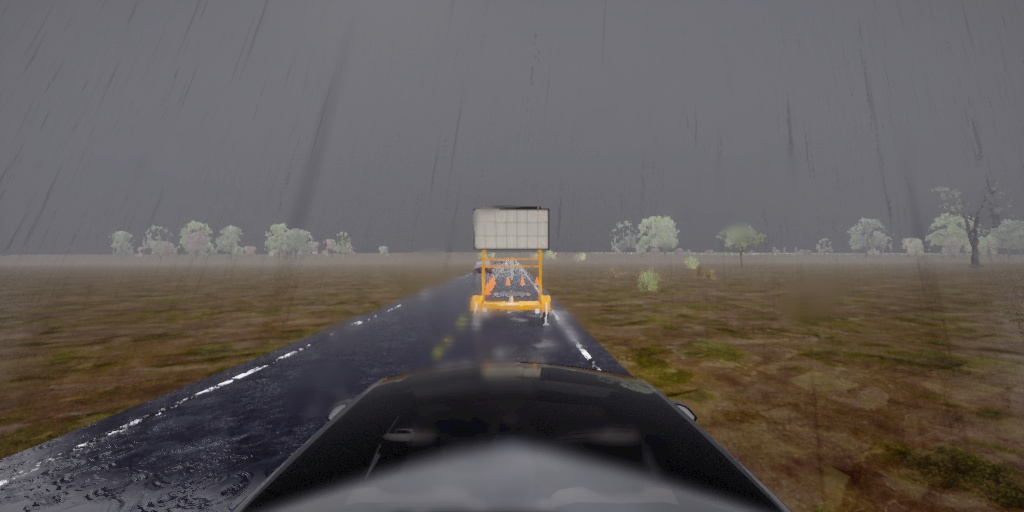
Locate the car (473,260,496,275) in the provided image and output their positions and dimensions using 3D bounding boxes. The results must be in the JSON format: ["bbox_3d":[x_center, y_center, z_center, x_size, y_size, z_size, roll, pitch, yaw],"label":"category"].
[{"bbox_3d":[-3.098,1.212,39.030,1.882,1.535,5.008,0,0,0],"label":"car"}]

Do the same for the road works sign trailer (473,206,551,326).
[{"bbox_3d":[-0.001,0.210,11.611,2.380,3.560,2.880,0,0,0],"label":"road works sign trailer"}]
